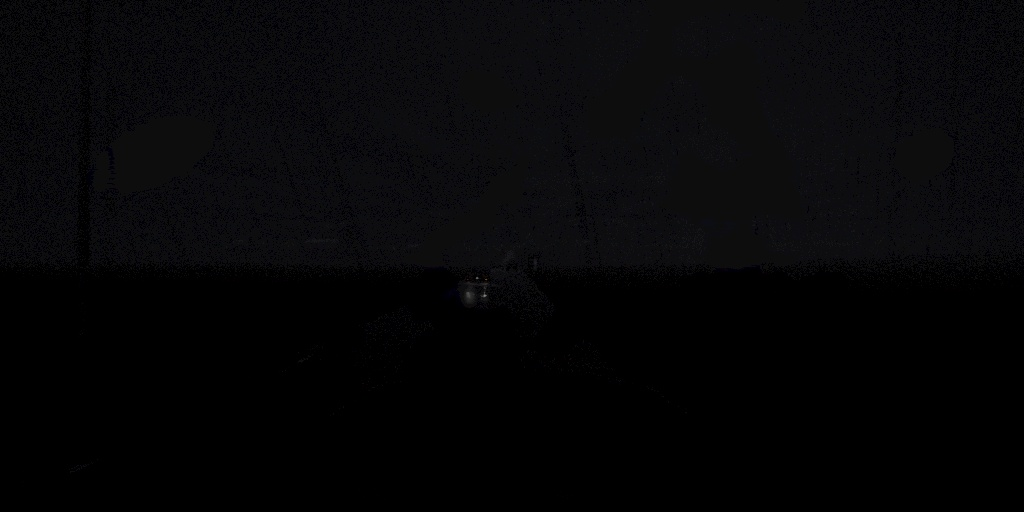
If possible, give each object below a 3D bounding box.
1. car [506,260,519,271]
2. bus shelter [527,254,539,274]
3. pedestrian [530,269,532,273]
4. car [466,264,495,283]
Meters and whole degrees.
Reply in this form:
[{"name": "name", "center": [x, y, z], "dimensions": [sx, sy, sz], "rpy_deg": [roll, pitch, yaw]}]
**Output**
[{"name": "car", "center": [0.045, 1.722, 61.533], "dimensions": [1.837, 1.490, 4.892], "rpy_deg": [0, -1, 0]}, {"name": "bus shelter", "center": [3.162, 1.154, 52.298], "dimensions": [1.920, 2.740, 3.880], "rpy_deg": [0, 0, 0]}, {"name": "pedestrian", "center": [2.864, 1.601, 54.706], "dimensions": [0.375, 1.860, 0.375], "rpy_deg": [-3, 2, -10]}, {"name": "car", "center": [-2.826, 1.622, 31.160], "dimensions": [1.994, 1.385, 4.181], "rpy_deg": [0, -1, 0]}]
